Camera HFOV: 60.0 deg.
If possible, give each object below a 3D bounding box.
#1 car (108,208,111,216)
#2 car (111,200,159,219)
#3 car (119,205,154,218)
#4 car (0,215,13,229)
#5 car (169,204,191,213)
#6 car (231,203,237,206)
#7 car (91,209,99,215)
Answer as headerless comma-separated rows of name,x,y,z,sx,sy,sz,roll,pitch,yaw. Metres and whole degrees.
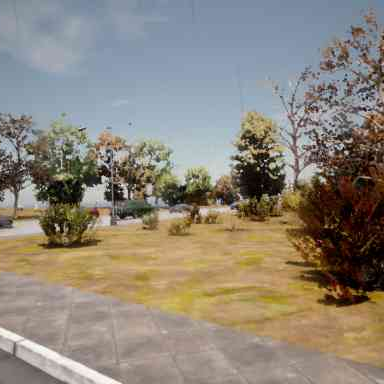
car,-9.127,2.339,46.519,2.150,2.045,5.566,-3,-2,32
car,-6.091,1.977,37.832,2.150,2.045,5.566,-3,-2,32
car,-7.137,2.471,43.080,1.812,1.442,4.674,-3,-2,32
car,-17.146,2.450,27.435,1.994,1.385,4.181,-3,-2,34
car,-1.785,2.575,51.581,1.994,1.385,4.181,-3,-2,32
car,8.946,2.570,61.773,1.895,1.301,4.718,-3,-2,33
car,-12.133,2.383,35.145,1.882,1.535,5.008,-3,-2,32
